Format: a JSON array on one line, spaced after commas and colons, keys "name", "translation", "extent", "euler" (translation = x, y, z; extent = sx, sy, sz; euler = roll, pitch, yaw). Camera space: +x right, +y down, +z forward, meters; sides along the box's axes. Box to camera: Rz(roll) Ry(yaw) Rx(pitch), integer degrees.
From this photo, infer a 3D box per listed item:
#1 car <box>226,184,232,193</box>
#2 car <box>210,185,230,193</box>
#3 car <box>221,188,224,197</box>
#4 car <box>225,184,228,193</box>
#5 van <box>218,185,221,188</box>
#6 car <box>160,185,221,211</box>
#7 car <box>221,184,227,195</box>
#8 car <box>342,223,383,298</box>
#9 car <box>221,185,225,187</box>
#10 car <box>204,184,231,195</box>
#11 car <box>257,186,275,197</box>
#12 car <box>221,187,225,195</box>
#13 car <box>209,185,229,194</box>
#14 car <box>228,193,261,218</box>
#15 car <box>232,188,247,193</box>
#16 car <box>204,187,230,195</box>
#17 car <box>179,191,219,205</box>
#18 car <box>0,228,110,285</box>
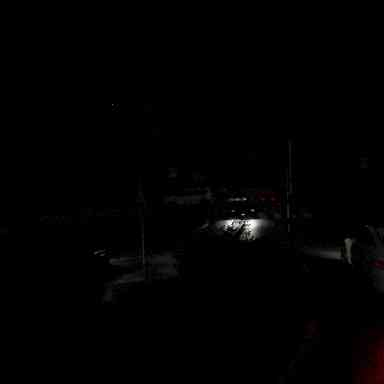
[{"name": "car", "translation": [4.392, -0.277, 66.154], "extent": [5.566, 2.045, 2.435], "euler": [-3, 1, -11]}, {"name": "car", "translation": [6.983, -0.663, 83.955], "extent": [4.553, 1.767, 2.185], "euler": [-3, 1, -12]}, {"name": "car", "translation": [0.625, 0.783, 39.458], "extent": [5.366, 1.575, 1.946], "euler": [-3, 1, -12]}, {"name": "car", "translation": [3.522, 0.028, 60.209], "extent": [4.553, 1.767, 2.185], "euler": [-3, 2, -11]}, {"name": "van", "translation": [1.181, 0.394, 45.329], "extent": [4.442, 1.987, 1.878], "euler": [-3, 2, -12]}, {"name": "car", "translation": [-0.449, 0.731, 33.453], "extent": [5.566, 2.045, 2.435], "euler": [-3, 2, -12]}, {"name": "car", "translation": [3.082, 0.118, 57.242], "extent": [4.553, 1.767, 2.185], "euler": [-3, 2, -12]}, {"name": "car", "translation": [4.841, 1.456, 7.983], "extent": [1.812, 1.442, 4.674], "euler": [-2, 0, 18]}, {"name": "car", "translation": [2.138, 0.305, 51.302], "extent": [4.553, 1.767, 2.185], "euler": [-3, 1, -12]}, {"name": "car", "translation": [5.705, -0.538, 75.071], "extent": [5.566, 2.045, 2.435], "euler": [-3, 1, -12]}, {"name": "car", "translation": [12.056, -0.129, 53.317], "extent": [2.097, 1.767, 4.553], "euler": [-2, 2, 8]}, {"name": "car", "translation": [1.748, 0.520, 48.329], "extent": [5.008, 1.535, 2.097], "euler": [-3, 2, -12]}, {"name": "car", "translation": [6.544, -0.579, 80.988], "extent": [4.553, 1.767, 2.185], "euler": [-3, 1, -12]}, {"name": "car", "translation": [3.789, 1.095, 25.204], "extent": [2.033, 1.411, 5.357], "euler": [-2, 1, 7]}, {"name": "car", "translation": [8.061, 0.181, 54.756], "extent": [2.033, 1.411, 5.357], "euler": [-2, 1, 9]}, {"name": "car", "translation": [5.441, -0.212, 72.128], "extent": [5.366, 1.575, 1.946], "euler": [-3, 1, -11]}, {"name": "car", "translation": [0.870, 0.745, 42.395], "extent": [4.674, 1.452, 2.002], "euler": [-3, 1, -12]}, {"name": "car", "translation": [-4.882, 1.764, 9.304], "extent": [5.008, 1.535, 1.882], "euler": [-3, 2, -19]}]
